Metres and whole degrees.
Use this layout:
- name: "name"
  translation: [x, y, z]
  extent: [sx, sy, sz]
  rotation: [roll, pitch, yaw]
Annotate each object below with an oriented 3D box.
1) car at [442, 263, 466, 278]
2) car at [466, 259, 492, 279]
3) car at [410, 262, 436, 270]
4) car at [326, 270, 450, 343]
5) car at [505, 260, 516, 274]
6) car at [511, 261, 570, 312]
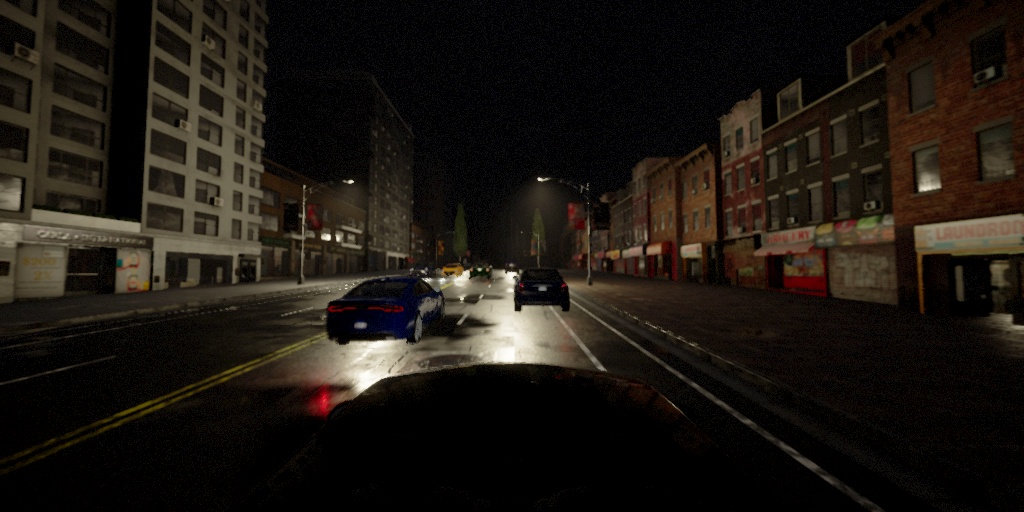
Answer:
- name: "car"
  translation: [-6.659, 1.593, 40.401]
  extent: [1.882, 1.535, 5.008]
  rotation: [0, -1, 0]
- name: "car"
  translation: [-3.211, 1.441, 37.607]
  extent: [2.097, 1.767, 4.553]
  rotation: [0, -1, 0]
- name: "car"
  translation: [-9.908, 1.464, 40.065]
  extent: [2.097, 1.767, 4.553]
  rotation: [0, -1, 0]
- name: "car"
  translation: [-3.162, 1.311, 9.951]
  extent: [1.882, 1.535, 5.008]
  rotation: [0, 0, 0]
- name: "car"
  translation: [0.011, 1.704, 49.558]
  extent: [2.128, 1.511, 4.902]
  rotation: [0, -1, 0]
- name: "car"
  translation: [1.115, 1.236, 15.198]
  extent: [2.097, 1.767, 4.553]
  rotation: [0, -1, 0]
